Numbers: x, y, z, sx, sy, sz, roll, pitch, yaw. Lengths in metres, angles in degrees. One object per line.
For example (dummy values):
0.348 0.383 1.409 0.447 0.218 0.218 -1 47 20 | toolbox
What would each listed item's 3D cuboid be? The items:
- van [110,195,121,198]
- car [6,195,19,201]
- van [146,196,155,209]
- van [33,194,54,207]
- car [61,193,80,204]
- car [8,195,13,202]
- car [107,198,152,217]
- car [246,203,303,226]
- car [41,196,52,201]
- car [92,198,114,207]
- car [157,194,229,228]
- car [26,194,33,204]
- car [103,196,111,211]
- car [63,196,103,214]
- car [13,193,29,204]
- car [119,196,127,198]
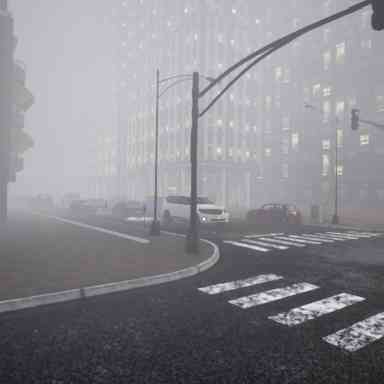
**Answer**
-10.543 1.368 46.987 1.690 1.788 3.998 1 -1 -35 | van
-40.254 1.378 74.390 2.008 1.369 4.403 1 -1 -35 | car
-4.008 1.382 37.772 1.690 1.788 3.998 1 -1 -35 | van
-20.645 1.197 46.748 1.690 1.788 3.998 1 -1 -35 | van
-20.454 1.182 56.317 2.150 2.045 5.566 1 -1 -35 | car
-36.987 1.397 69.783 1.947 1.339 4.313 1 -1 -35 | car
-5.771 1.498 30.252 1.994 1.385 4.181 1 -1 -35 | car
5.794 1.505 23.949 1.967 1.590 4.097 1 -1 -35 | car
-36.689 1.570 83.844 1.802 1.307 4.206 1 -1 -35 | car
-13.815 1.586 51.592 1.947 1.339 4.313 1 -1 -35 | car
0.012 1.170 22.098 2.150 2.045 5.566 1 -1 -35 | car
-23.917 1.432 51.353 1.802 1.307 4.206 1 -1 -35 | car
-11.650 1.468 38.546 2.033 1.411 5.357 1 -1 -35 | car
-10.846 1.427 32.923 2.008 1.369 4.403 1 -1 -35 | car
-30.448 1.155 60.570 2.192 1.841 5.009 1 -1 -35 | car
-7.279 1.584 42.377 2.008 1.369 4.403 1 -1 -35 | car
